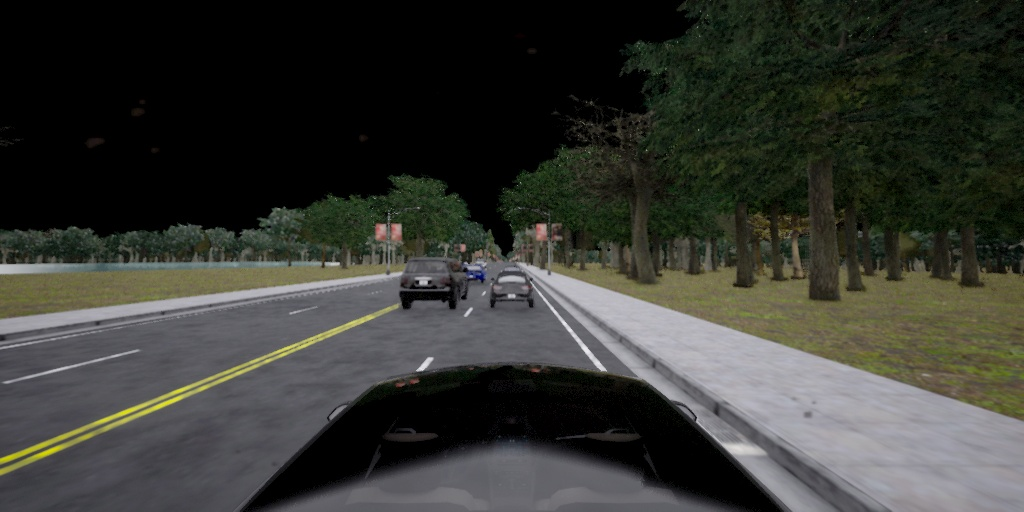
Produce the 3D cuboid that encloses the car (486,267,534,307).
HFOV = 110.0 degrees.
[{"bbox_3d":[0.000,1.412,16.255,1.812,1.442,4.674,0,0,0],"label":"car"}]

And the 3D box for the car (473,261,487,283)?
[{"bbox_3d":[-3.255,1.504,31.319,1.882,1.535,5.008,0,0,0],"label":"car"}]

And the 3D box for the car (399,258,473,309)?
[{"bbox_3d":[-3.255,1.099,15.870,2.150,2.045,5.566,0,0,0],"label":"car"}]
